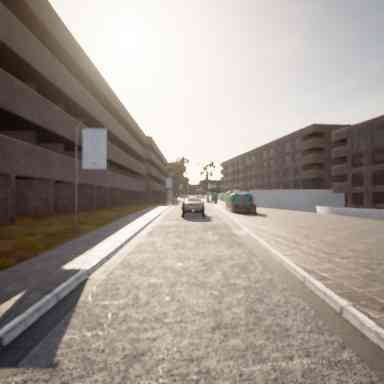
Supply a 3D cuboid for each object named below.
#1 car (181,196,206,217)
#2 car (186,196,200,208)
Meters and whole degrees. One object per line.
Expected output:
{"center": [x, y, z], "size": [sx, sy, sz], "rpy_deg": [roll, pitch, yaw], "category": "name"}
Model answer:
{"center": [0.097, 1.198, 27.756], "size": [2.128, 1.511, 4.902], "rpy_deg": [0, 0, 0], "category": "car"}
{"center": [0.096, 1.263, 44.475], "size": [1.812, 1.442, 4.674], "rpy_deg": [0, 0, 0], "category": "car"}
